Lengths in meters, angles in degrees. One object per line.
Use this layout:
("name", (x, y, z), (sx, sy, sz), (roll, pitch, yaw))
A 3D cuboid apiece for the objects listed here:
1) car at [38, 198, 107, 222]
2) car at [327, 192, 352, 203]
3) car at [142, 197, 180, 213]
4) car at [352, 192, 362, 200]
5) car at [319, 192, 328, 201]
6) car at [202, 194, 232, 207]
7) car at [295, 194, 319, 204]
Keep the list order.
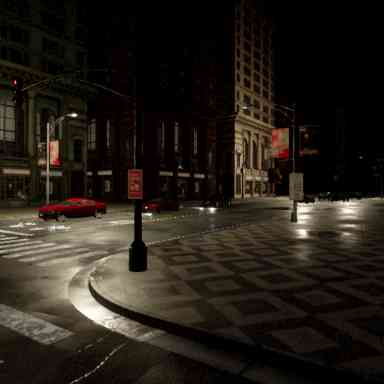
("car", (-8.509, 1.235, 23.998), (1.882, 1.535, 5.008), (0, 1, 35))
("car", (22.408, 0.834, 50.329), (1.812, 1.442, 4.674), (0, 1, 36))
("car", (-2.982, 1.199, 31.769), (1.994, 1.385, 4.181), (0, 1, 36))
("car", (29.565, 0.676, 60.404), (1.812, 1.442, 4.674), (0, 1, 35))
("car", (22.953, 0.714, 56.699), (2.128, 1.511, 4.902), (0, 1, 35))
("car", (3.054, 1.009, 40.252), (1.837, 1.490, 4.892), (0, 1, 36))
("car", (15.868, 0.941, 46.741), (1.994, 1.385, 4.181), (0, 1, 36))
